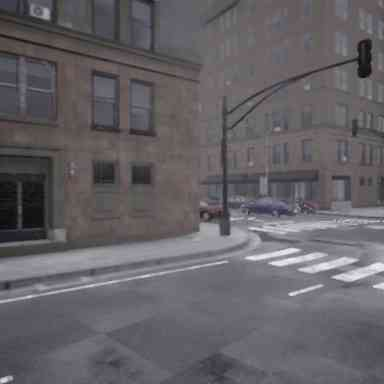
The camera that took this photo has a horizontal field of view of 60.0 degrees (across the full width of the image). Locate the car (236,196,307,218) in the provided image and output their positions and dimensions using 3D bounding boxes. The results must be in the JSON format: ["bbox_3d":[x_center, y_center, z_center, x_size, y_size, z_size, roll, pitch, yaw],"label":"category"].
[{"bbox_3d":[5.767,1.089,24.635,1.812,1.442,4.674,0,1,-36],"label":"car"}]

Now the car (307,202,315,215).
[{"bbox_3d":[7.631,1.087,26.795,1.887,1.381,4.507,1,0,-36],"label":"car"}]

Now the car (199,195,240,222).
[{"bbox_3d":[0.701,1.119,21.832,1.887,1.381,4.507,1,0,-36],"label":"car"}]
